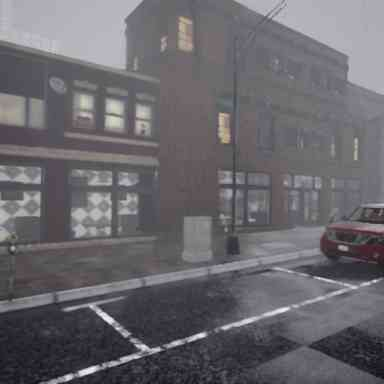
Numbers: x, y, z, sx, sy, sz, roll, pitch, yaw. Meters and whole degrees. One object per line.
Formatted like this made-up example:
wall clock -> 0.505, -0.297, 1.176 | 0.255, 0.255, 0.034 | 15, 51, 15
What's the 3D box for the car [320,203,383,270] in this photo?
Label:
car -> 6.455, 1.317, 11.140 | 5.009, 1.841, 2.192 | 0, 1, -35
